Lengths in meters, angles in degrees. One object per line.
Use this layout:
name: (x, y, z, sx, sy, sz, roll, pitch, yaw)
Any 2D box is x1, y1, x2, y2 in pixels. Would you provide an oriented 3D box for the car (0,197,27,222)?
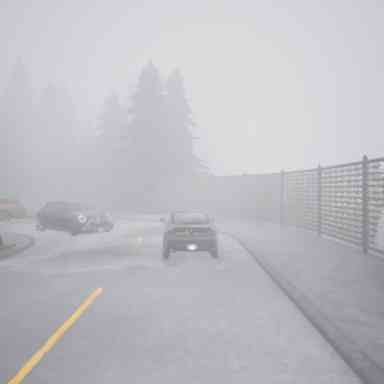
car: (-14.464, 1.170, 23.834, 4.553, 1.767, 2.097, 0, 0, 1)

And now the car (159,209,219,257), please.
car: (-0.156, 1.409, 12.506, 1.837, 1.490, 4.892, 0, 0, -4)

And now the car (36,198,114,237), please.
car: (-6.094, 1.221, 17.259, 4.553, 1.767, 2.097, 0, 1, 38)
